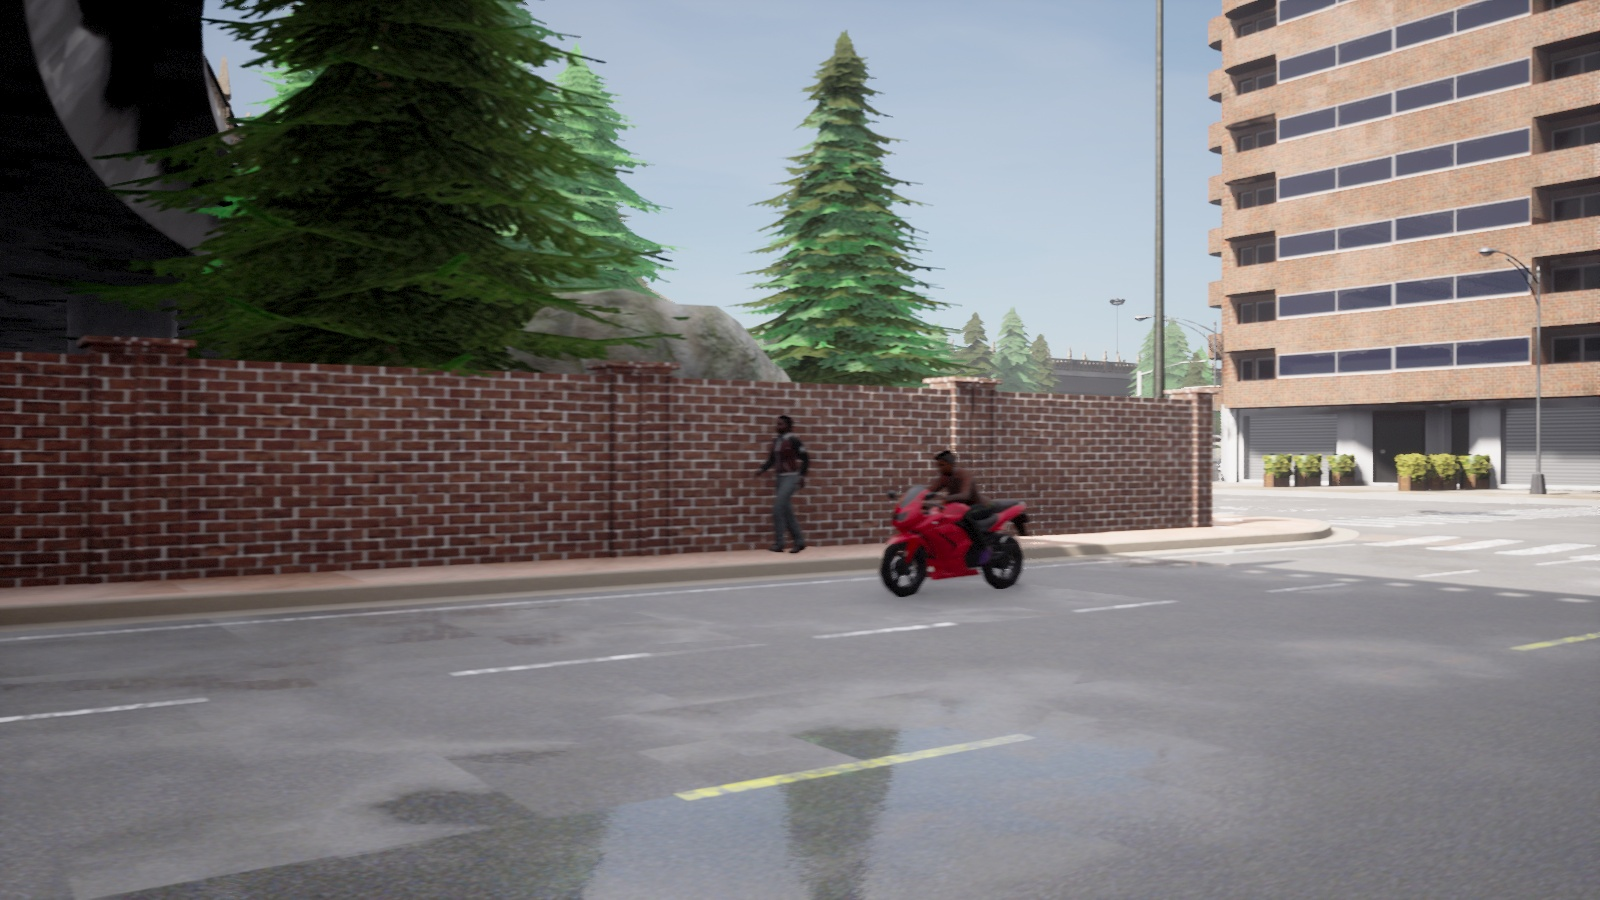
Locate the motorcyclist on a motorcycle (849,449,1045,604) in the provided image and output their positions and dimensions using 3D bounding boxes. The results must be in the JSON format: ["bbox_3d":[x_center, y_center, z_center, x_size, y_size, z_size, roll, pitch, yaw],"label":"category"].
[{"bbox_3d":[1.578,0.756,13.286,2.044,1.523,0.797,0,0,-35],"label":"motorcyclist on a motorcycle"}]

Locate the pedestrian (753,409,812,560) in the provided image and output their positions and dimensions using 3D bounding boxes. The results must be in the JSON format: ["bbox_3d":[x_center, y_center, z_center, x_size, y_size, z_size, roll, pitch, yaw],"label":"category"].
[{"bbox_3d":[-0.232,0.444,16.475,0.666,1.930,0.402,0,0,-35],"label":"pedestrian"}]
